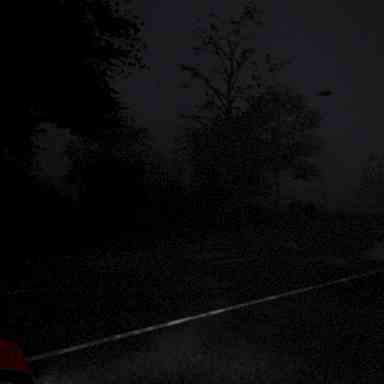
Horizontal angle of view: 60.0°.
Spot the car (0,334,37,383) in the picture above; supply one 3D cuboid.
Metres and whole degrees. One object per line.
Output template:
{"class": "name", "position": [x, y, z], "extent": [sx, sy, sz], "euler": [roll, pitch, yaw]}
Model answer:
{"class": "car", "position": [-3.105, 1.336, 1.494], "extent": [4.553, 1.767, 2.097], "euler": [0, 0, -36]}
